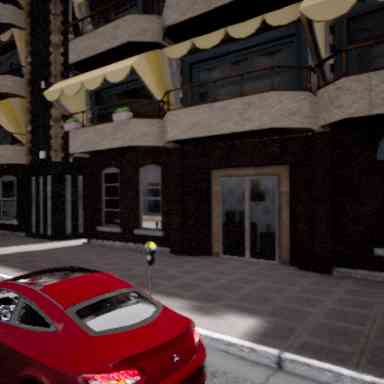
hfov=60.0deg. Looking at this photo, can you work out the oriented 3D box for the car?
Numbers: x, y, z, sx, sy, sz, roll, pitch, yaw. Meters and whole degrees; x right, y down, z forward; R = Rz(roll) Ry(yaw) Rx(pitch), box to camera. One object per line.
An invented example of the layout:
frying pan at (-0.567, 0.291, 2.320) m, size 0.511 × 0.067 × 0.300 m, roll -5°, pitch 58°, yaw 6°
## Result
car at (-1.798, 1.620, 4.157) m, size 4.206 × 1.307 × 1.802 m, roll -1°, pitch 0°, yaw 35°
